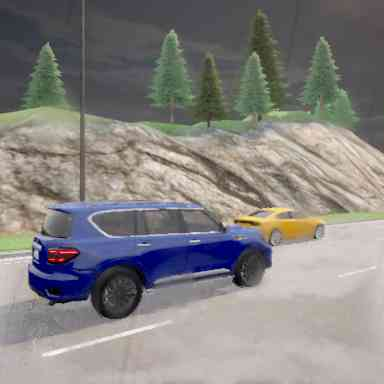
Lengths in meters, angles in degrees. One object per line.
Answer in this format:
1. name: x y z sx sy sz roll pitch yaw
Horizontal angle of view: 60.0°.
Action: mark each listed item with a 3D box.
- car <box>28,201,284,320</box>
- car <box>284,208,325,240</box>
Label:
1. car: -0.640 1.221 7.588 5.566 2.045 2.150 0 0 -36
2. car: 4.078 1.477 15.275 5.008 1.535 1.882 0 0 -36
